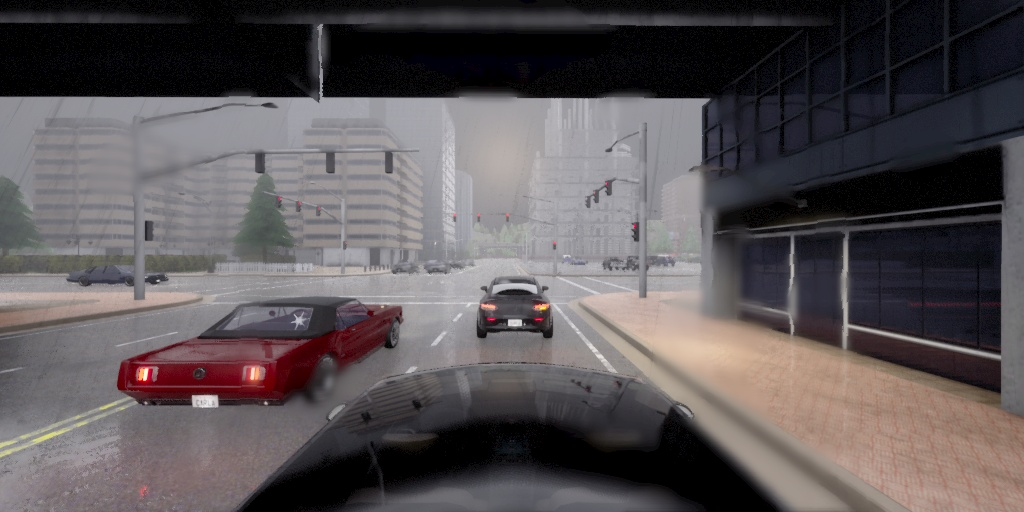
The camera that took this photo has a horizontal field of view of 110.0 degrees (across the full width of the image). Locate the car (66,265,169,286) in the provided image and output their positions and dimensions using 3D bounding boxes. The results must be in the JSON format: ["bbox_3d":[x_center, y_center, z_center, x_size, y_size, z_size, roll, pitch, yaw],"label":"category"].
[{"bbox_3d":[-26.671,1.297,24.318,5.357,1.411,2.033,0,0,0],"label":"car"}]

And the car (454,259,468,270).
[{"bbox_3d":[-8.131,1.350,52.933,1.895,1.301,4.718,0,0,0],"label":"car"}]

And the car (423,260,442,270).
[{"bbox_3d":[-11.627,1.275,52.552,1.812,1.442,4.674,0,0,0],"label":"car"}]

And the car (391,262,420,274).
[{"bbox_3d":[-11.781,1.313,39.864,1.994,1.385,4.181,0,0,4],"label":"car"}]

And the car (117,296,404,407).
[{"bbox_3d":[-3.439,1.351,6.262,1.895,1.301,4.718,0,0,0],"label":"car"}]

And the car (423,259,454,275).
[{"bbox_3d":[-8.013,1.314,39.533,1.994,1.385,4.181,0,0,-1],"label":"car"}]

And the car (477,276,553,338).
[{"bbox_3d":[0.074,1.276,10.027,1.812,1.442,4.674,0,0,0],"label":"car"}]
